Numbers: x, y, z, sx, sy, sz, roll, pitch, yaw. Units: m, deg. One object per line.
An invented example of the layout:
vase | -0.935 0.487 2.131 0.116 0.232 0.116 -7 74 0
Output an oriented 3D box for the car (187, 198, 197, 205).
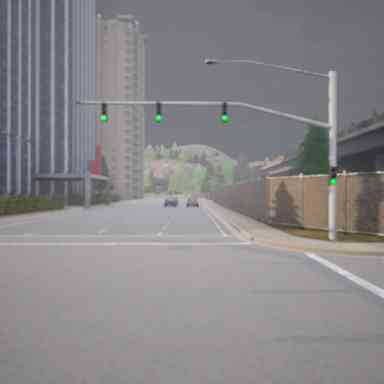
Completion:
car | 0.009 1.798 63.189 1.895 1.301 4.718 0 0 0

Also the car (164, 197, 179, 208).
car | -3.395 1.637 52.835 1.882 1.535 5.008 0 0 0

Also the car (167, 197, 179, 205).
car | -3.490 1.742 63.053 2.033 1.411 5.357 0 0 0

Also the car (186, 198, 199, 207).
car | 0.107 1.727 53.226 1.994 1.385 4.181 0 0 0
